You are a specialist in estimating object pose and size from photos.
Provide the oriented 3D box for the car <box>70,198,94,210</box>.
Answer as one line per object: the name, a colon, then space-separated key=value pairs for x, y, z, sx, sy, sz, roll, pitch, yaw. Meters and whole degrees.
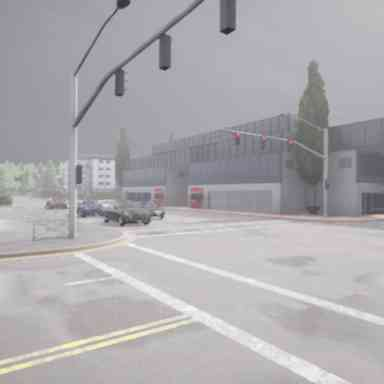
car: x=-15.378 y=1.582 z=46.227 sx=1.882 sy=1.535 sz=5.008 roll=1 pitch=0 yaw=-33

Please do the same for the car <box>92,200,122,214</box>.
car: x=-9.725 y=1.628 z=37.787 sx=1.812 sy=1.442 sz=4.674 roll=1 pitch=0 yaw=-34

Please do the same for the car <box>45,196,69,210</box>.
car: x=-17.562 y=1.431 z=43.195 sx=2.097 sy=1.767 sz=4.553 roll=1 pitch=0 yaw=-34

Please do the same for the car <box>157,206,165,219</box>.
car: x=-4.146 y=1.592 z=29.511 sx=2.128 sy=1.511 sz=4.902 roll=1 pitch=0 yaw=-34

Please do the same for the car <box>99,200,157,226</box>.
car: x=-4.780 y=1.426 z=24.254 sx=2.097 sy=1.767 sz=4.553 roll=1 pitch=0 yaw=-35

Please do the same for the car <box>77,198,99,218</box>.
car: x=-9.732 y=1.427 z=31.507 sx=2.097 sy=1.767 sz=4.553 roll=1 pitch=0 yaw=-34
